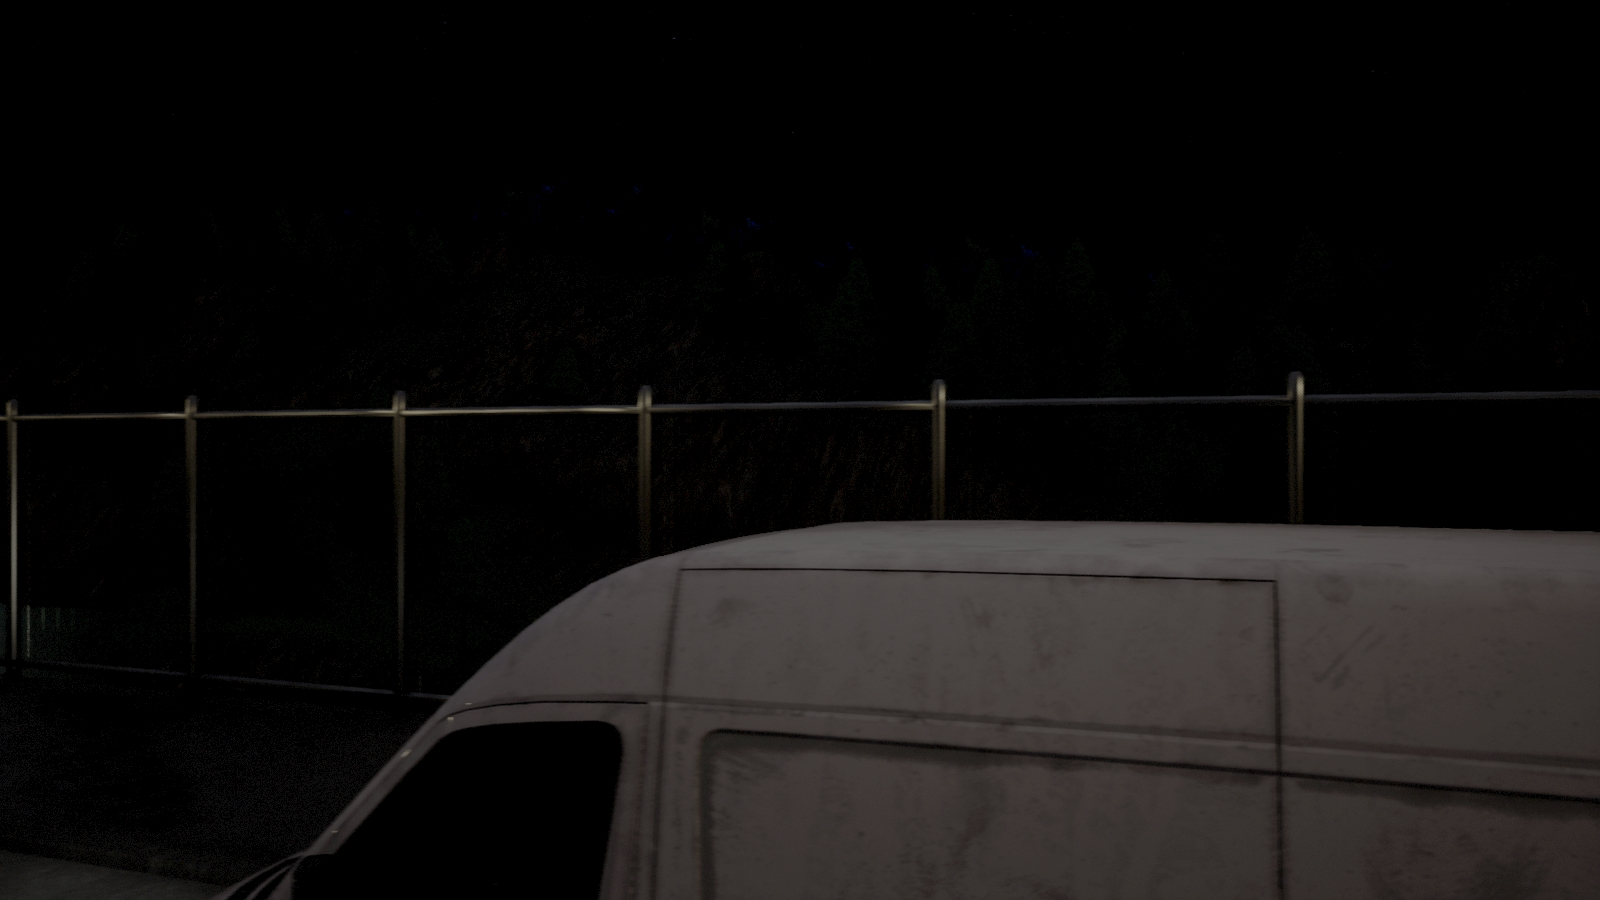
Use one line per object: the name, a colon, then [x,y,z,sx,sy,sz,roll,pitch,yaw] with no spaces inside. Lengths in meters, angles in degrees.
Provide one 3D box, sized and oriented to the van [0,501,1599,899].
van: [0.420,1.535,3.681,5.915,2.561,1.988,0,0,20]
